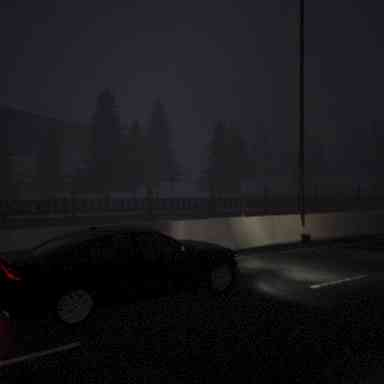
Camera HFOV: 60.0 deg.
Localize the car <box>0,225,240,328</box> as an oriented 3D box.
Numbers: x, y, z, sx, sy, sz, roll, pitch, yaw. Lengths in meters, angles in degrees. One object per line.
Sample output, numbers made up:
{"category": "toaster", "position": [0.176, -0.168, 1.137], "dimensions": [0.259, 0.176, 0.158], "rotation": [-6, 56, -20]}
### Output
{"category": "car", "position": [-1.223, 1.438, 6.966], "dimensions": [5.008, 1.535, 1.882], "rotation": [0, 0, -34]}
